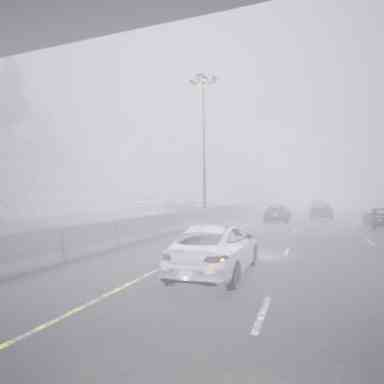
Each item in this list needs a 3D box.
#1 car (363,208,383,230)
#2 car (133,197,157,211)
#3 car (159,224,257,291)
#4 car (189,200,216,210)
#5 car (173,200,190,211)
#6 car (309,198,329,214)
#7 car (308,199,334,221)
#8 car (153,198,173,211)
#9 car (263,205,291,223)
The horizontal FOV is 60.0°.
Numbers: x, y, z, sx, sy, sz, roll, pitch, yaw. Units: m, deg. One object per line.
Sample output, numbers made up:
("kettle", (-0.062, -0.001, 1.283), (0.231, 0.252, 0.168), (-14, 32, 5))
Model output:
("car", (12.325, 1.703, 21.431), (1.895, 1.301, 4.718), (-1, -1, 19))
("car", (-6.980, 1.785, 51.245), (2.150, 2.045, 5.566), (-1, -1, 20))
("car", (0.628, 1.612, 9.299), (1.812, 1.442, 4.674), (-1, -1, 19))
("car", (1.717, 1.894, 44.435), (1.882, 1.535, 5.008), (-1, -1, 20))
("car", (-0.650, 1.981, 48.166), (1.837, 1.490, 4.892), (-1, -1, 20))
("car", (15.129, 1.608, 39.932), (2.097, 1.767, 4.553), (-1, -1, 19))
("car", (11.582, 1.668, 29.859), (1.882, 1.535, 5.008), (-1, -1, 19))
("car", (-3.492, 2.015, 50.590), (2.128, 1.511, 4.902), (-1, -1, 20))
("car", (7.154, 1.772, 27.817), (1.994, 1.385, 4.181), (-1, -1, 19))
